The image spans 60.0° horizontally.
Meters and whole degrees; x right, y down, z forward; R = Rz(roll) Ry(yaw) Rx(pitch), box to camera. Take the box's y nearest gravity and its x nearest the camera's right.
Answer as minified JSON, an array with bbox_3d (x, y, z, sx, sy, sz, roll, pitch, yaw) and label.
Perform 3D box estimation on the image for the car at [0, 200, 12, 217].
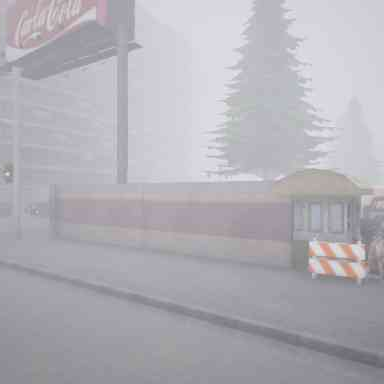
[{"bbox_3d":[-17.706,1.505,29.452,1.837,1.490,4.892,0,0,35],"label":"car"}]

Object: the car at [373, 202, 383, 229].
[{"bbox_3d":[12.661,1.338,18.653,4.193,1.474,1.816,0,0,35],"label":"car"}]

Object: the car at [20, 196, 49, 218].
[{"bbox_3d":[-12.424,1.222,30.857,2.150,2.045,5.566,0,0,35],"label":"car"}]

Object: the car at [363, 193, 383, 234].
[{"bbox_3d":[10.719,1.149,16.598,3.866,1.878,1.905,0,0,35],"label":"car"}]
